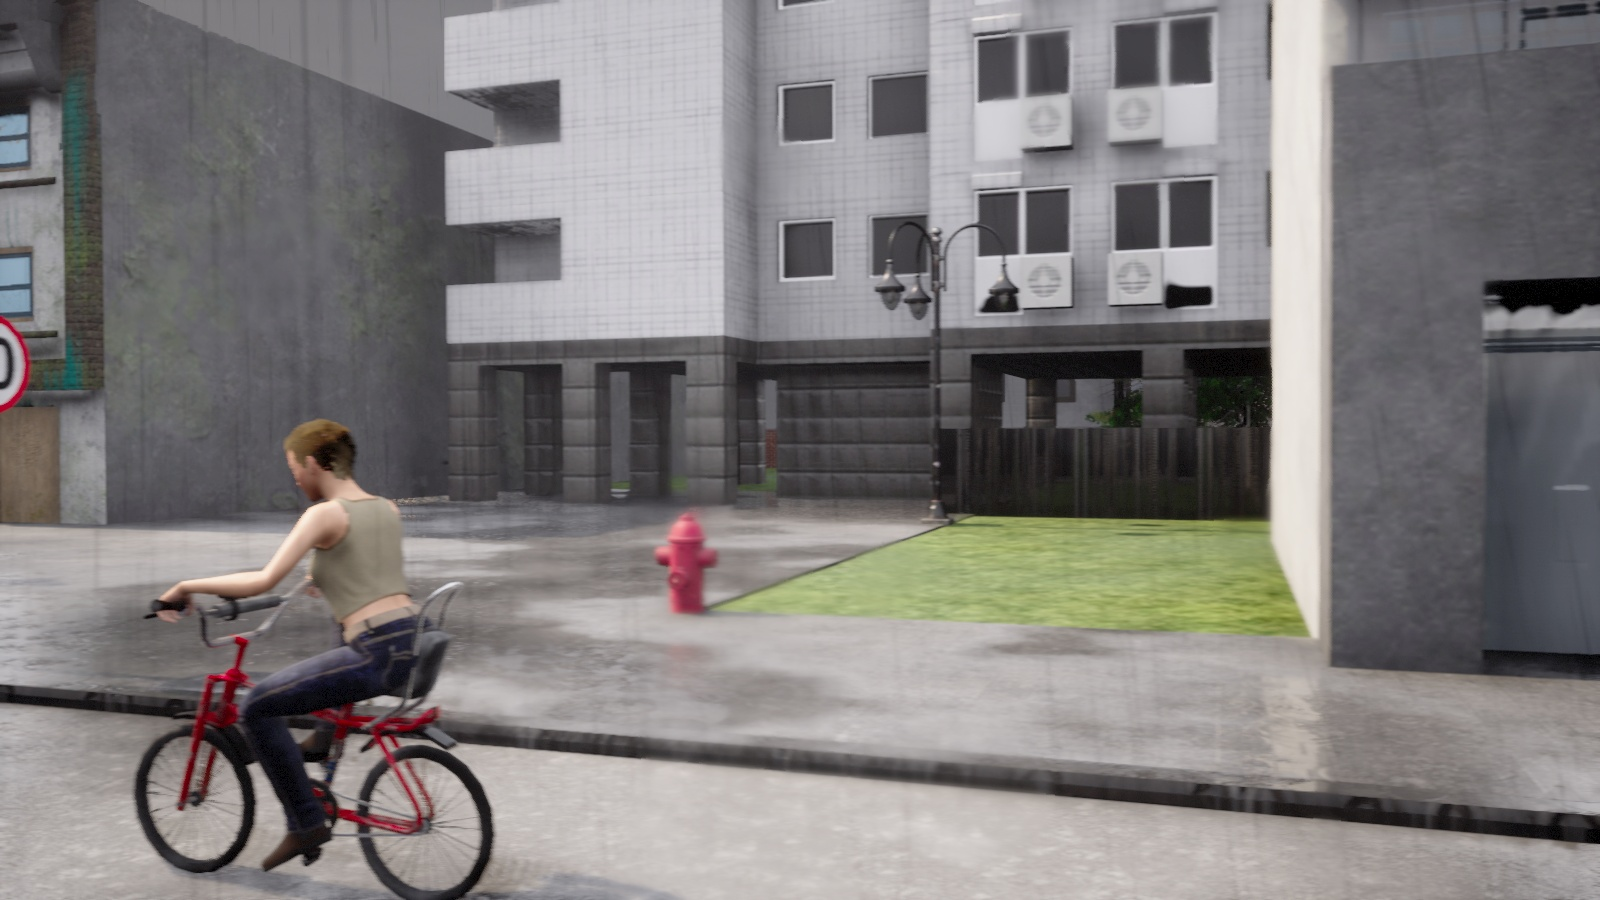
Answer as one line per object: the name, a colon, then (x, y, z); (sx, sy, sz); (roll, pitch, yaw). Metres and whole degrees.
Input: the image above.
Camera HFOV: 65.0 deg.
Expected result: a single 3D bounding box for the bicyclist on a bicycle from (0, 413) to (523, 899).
bicyclist on a bicycle: (-1.850, 0.687, 4.341); (1.509, 1.612, 0.866); (1, 1, 19)
